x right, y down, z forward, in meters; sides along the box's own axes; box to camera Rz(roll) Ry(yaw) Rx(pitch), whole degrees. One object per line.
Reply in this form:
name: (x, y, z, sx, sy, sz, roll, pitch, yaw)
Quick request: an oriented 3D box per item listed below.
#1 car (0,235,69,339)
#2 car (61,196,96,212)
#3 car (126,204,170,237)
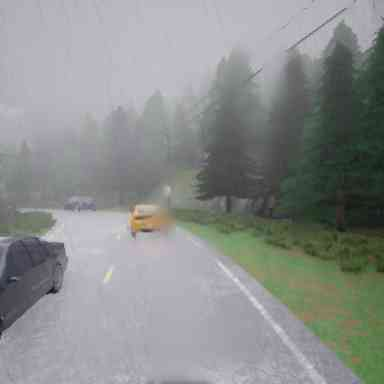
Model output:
car: (-3.713, 1.536, 5.940, 2.033, 1.411, 5.357, 0, 0, -6)
car: (-12.469, 1.228, 36.411, 4.553, 1.767, 2.097, 0, 1, 42)
car: (-2.433, 1.396, 17.869, 1.882, 1.535, 5.008, 0, 0, -14)
